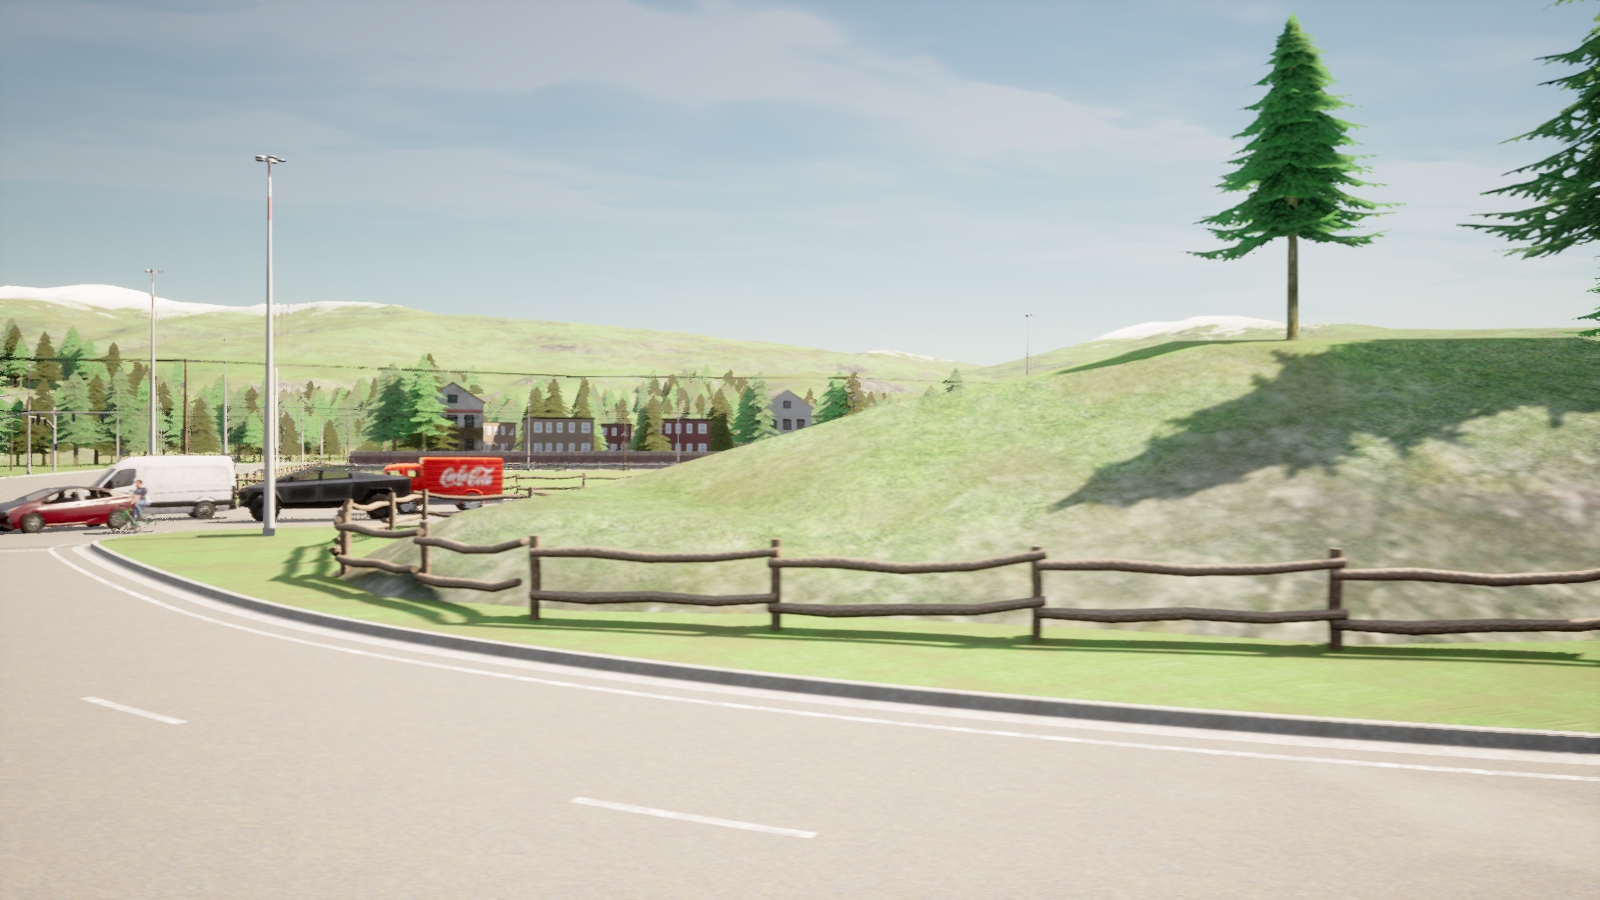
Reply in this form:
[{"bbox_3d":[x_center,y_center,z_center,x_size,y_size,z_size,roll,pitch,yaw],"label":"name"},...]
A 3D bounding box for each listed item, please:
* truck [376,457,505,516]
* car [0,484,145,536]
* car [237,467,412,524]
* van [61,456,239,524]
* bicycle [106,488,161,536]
[{"bbox_3d":[-15.855,1.551,50.373,5.204,2.467,2.627,0,0,-22],"label":"truck"},{"bbox_3d":[-25.472,2.022,39.473,2.007,1.525,4.514,0,0,30],"label":"car"},{"bbox_3d":[-18.778,1.739,45.382,6.274,2.098,2.390,0,0,-22],"label":"car"},{"bbox_3d":[-25.677,1.515,45.276,5.915,2.561,1.988,0,-1,-38],"label":"van"},{"bbox_3d":[-22.097,2.040,37.911,0.373,1.496,1.643,4,2,25],"label":"bicycle"}]
